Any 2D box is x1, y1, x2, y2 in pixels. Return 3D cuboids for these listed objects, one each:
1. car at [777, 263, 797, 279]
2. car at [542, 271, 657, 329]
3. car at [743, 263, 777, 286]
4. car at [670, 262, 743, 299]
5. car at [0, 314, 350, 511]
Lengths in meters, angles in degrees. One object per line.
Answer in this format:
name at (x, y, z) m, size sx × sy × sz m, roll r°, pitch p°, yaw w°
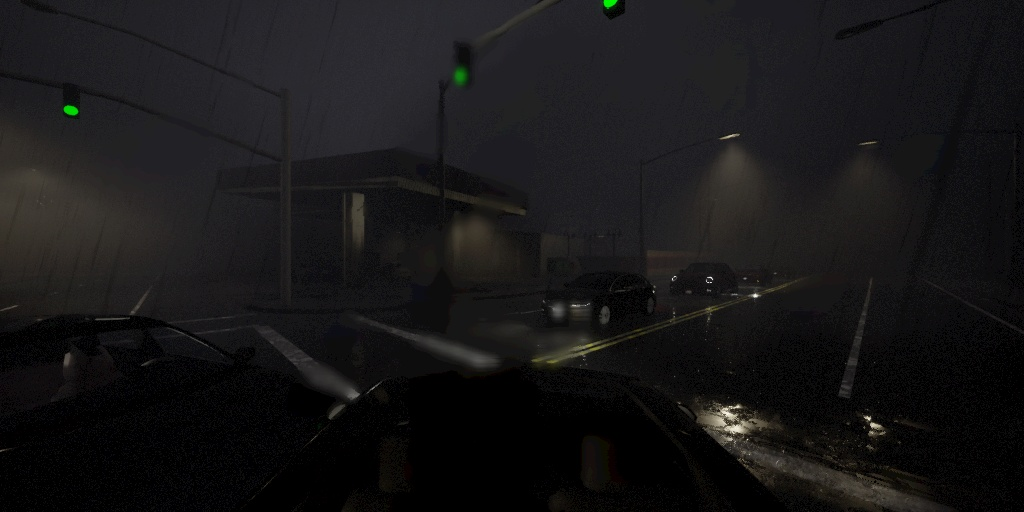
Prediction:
car at (24.057, 1.314, 32.203) m, size 4.181 × 1.385 × 1.994 m, roll 0°, pitch 0°, yaw -44°
car at (2.980, 1.255, 11.573) m, size 4.892 × 1.490 × 1.837 m, roll 0°, pitch 0°, yaw -45°
car at (16.863, 1.314, 25.211) m, size 1.994 × 1.385 × 4.181 m, roll 0°, pitch 0°, yaw 45°
car at (9.877, 1.102, 18.360) m, size 4.553 × 1.767 × 2.097 m, roll 0°, pitch 0°, yaw -44°
car at (-3.399, 1.242, 2.610) m, size 4.902 × 1.511 × 2.128 m, roll 0°, pitch 0°, yaw 15°
